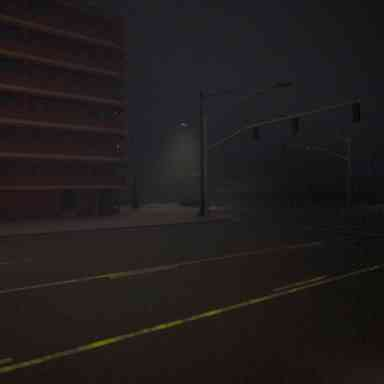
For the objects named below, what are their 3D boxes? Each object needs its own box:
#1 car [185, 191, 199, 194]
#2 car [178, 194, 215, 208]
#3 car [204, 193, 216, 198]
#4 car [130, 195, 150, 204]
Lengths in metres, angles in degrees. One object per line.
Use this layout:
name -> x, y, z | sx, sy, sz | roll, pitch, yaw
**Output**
car -> 0.355, 0.672, 84.432 | 4.611, 1.667, 2.242 | -1, 1, -35
car -> 0.265, 1.344, 44.581 | 2.033, 1.411, 5.357 | -1, 1, -37
car -> 4.330, 0.818, 80.215 | 3.806, 1.475, 1.970 | -1, 1, -35
car -> -8.926, 1.293, 56.969 | 2.128, 1.511, 4.902 | -1, 1, -36
